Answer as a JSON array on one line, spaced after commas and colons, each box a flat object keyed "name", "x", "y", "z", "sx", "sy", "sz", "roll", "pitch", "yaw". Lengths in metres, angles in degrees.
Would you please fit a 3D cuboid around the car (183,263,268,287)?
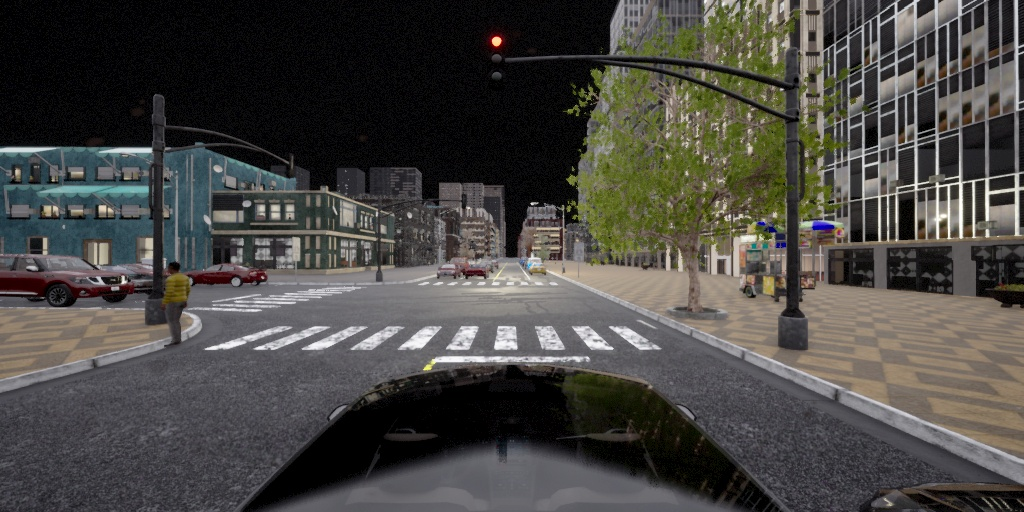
[{"name": "car", "x": -17.262, "y": 1.122, "z": 21.552, "sx": 4.507, "sy": 1.381, "sz": 1.888, "roll": 0, "pitch": 0, "yaw": -1}]

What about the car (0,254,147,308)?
[{"name": "car", "x": -17.150, "y": 0.850, "z": 13.173, "sx": 5.009, "sy": 1.841, "sz": 2.192, "roll": 0, "pitch": 0, "yaw": -1}]

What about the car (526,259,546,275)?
[{"name": "car", "x": 2.718, "y": 1.279, "z": 38.270, "sx": 1.751, "sy": 1.417, "sz": 4.829, "roll": 0, "pitch": 0, "yaw": 0}]

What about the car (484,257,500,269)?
[{"name": "car", "x": -3.044, "y": 1.283, "z": 55.726, "sx": 1.812, "sy": 1.442, "sz": 4.674, "roll": 0, "pitch": 0, "yaw": 0}]

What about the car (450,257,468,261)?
[{"name": "car", "x": -5.662, "y": 1.069, "z": 38.104, "sx": 2.192, "sy": 1.841, "sz": 5.009, "roll": 0, "pitch": 0, "yaw": 0}]

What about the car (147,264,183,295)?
[{"name": "car", "x": -18.228, "y": 1.083, "z": 15.751, "sx": 5.357, "sy": 1.411, "sz": 2.033, "roll": 1, "pitch": 0, "yaw": -1}]

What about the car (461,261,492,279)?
[{"name": "car", "x": -3.075, "y": 1.354, "z": 32.254, "sx": 1.895, "sy": 1.301, "sz": 4.718, "roll": 0, "pitch": 0, "yaw": 0}]

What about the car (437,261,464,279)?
[{"name": "car", "x": -5.666, "y": 1.335, "z": 32.553, "sx": 1.802, "sy": 1.307, "sz": 4.207, "roll": 0, "pitch": 0, "yaw": 0}]

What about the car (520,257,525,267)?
[{"name": "car", "x": 2.730, "y": 1.307, "z": 54.753, "sx": 2.007, "sy": 1.370, "sz": 4.403, "roll": 0, "pitch": 0, "yaw": 0}]

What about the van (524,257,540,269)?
[{"name": "van", "x": 2.722, "y": 1.096, "z": 43.651, "sx": 1.690, "sy": 1.789, "sz": 3.998, "roll": 0, "pitch": 0, "yaw": 0}]

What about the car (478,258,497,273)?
[{"name": "car", "x": -3.066, "y": 1.259, "z": 42.522, "sx": 1.837, "sy": 1.490, "sz": 4.892, "roll": 0, "pitch": 0, "yaw": 0}]

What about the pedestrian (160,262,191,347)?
[{"name": "pedestrian", "x": -7.395, "y": 1.045, "z": 7.896, "sx": 0.375, "sy": 1.860, "sz": 0.375, "roll": 0, "pitch": 0, "yaw": 0}]
